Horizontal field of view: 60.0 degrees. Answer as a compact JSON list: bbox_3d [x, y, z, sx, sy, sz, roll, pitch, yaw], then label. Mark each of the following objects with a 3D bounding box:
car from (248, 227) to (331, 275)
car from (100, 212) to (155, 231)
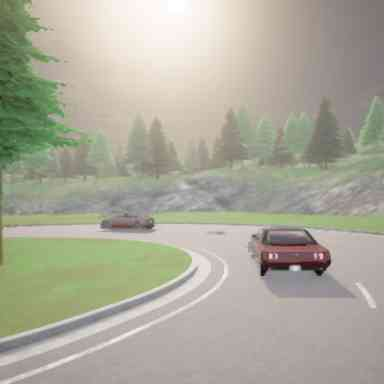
[{"bbox_3d":[3.006,1.817,11.205,1.895,1.301,4.718,-1,-1,5],"label":"car"},{"bbox_3d":[-4.960,2.252,25.735,4.181,1.385,1.994,-1,-2,19],"label":"car"}]
